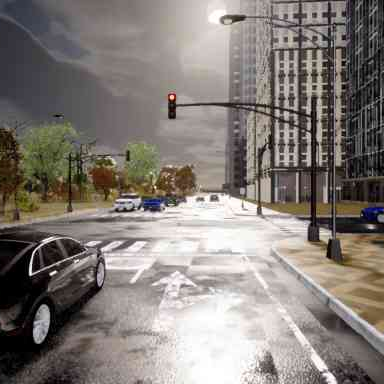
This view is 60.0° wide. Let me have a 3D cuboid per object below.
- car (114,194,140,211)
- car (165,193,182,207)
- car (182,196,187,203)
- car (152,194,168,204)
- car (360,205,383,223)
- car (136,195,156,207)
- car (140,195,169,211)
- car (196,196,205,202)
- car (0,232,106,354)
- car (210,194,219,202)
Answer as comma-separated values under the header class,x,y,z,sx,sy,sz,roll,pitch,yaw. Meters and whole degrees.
class,x,y,z,sx,sy,sz,roll,pitch,yaw
car,-7.673,1.212,40.338,2.150,2.045,5.566,0,0,5
car,-3.370,1.214,53.204,2.150,2.045,5.566,0,0,5
car,-2.074,1.526,68.414,1.812,1.442,4.674,0,0,5
car,-5.890,1.347,62.044,2.097,1.767,4.553,0,0,5
car,14.356,1.319,22.991,5.008,1.535,1.882,0,0,5
car,-6.867,1.344,50.232,2.097,1.767,4.553,0,0,5
car,-4.437,1.469,39.919,1.882,1.535,5.008,0,0,6
car,2.016,1.602,78.612,1.895,1.301,4.718,0,0,5
car,-3.023,1.504,6.175,1.837,1.490,4.892,0,0,1
car,5.292,1.364,78.818,2.097,1.767,4.553,0,0,5
